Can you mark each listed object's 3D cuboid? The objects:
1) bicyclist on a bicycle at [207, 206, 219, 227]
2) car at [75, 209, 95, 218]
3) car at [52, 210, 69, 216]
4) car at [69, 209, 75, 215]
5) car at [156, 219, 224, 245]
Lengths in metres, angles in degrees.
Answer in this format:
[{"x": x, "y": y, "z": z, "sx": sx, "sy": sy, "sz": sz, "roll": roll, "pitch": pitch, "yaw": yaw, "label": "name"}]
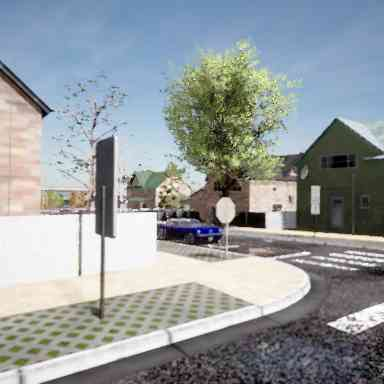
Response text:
[{"x": 1.848, "y": 1.945, "z": 26.451, "sx": 1.656, "sy": 1.620, "sz": 0.582, "roll": -2, "pitch": 1, "yaw": -35, "label": "bicyclist on a bicycle"}, {"x": -9.340, "y": 2.716, "z": 32.265, "sx": 2.128, "sy": 1.511, "sz": 4.902, "roll": 1, "pitch": -3, "yaw": -35, "label": "car"}, {"x": -17.431, "y": 3.378, "z": 43.922, "sx": 1.895, "sy": 1.301, "sz": 4.718, "roll": 1, "pitch": -3, "yaw": -34, "label": "car"}, {"x": -14.446, "y": 3.126, "z": 44.614, "sx": 2.097, "sy": 1.767, "sz": 4.553, "roll": 1, "pitch": -3, "yaw": -35, "label": "car"}, {"x": -0.273, "y": 2.222, "z": 19.308, "sx": 1.895, "sy": 1.301, "sz": 4.718, "roll": 1, "pitch": -3, "yaw": -35, "label": "car"}]
